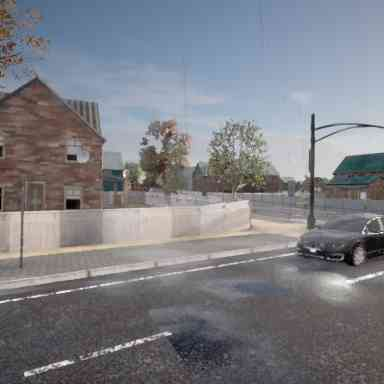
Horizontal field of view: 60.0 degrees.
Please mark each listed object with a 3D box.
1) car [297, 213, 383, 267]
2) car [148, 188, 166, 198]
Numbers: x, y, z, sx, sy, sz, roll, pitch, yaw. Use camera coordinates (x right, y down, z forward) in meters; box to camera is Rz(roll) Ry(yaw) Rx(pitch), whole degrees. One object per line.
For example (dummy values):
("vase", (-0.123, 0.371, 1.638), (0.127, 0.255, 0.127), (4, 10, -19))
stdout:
("car", (5.675, 1.533, 11.506), (4.892, 1.490, 1.837), (0, 0, -35))
("car", (-6.546, 0.336, 61.635), (2.150, 2.045, 5.566), (1, 1, -21))
